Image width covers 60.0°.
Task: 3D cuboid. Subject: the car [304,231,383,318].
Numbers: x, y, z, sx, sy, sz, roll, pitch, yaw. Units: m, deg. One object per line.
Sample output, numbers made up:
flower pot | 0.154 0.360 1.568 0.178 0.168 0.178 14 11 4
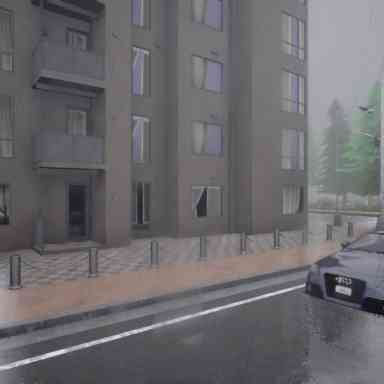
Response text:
car | 4.316 1.564 7.084 4.181 1.385 1.994 0 0 -36
